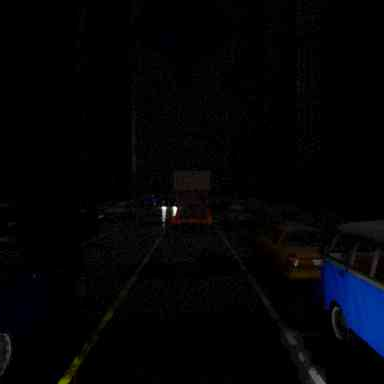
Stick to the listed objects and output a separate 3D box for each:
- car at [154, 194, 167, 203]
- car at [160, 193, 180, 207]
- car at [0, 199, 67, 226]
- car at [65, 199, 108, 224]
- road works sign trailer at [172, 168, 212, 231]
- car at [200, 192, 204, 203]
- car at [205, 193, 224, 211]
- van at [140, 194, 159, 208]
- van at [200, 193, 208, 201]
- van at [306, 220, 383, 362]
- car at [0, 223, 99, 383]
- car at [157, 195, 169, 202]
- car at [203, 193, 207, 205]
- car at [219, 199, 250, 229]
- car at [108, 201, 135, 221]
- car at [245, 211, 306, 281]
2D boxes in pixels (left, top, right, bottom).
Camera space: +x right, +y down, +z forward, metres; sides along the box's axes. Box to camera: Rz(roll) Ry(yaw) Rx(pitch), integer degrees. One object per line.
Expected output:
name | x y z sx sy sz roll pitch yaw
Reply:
car | -5.666 1.201 60.157 1.967 1.590 4.097 0 0 0
car | -3.083 1.299 47.271 1.837 1.490 4.892 0 1 0
car | -5.667 1.277 9.407 2.192 1.841 5.009 0 0 0
car | -5.667 1.252 15.047 2.192 1.841 5.009 0 0 0
road works sign trailer | 0.000 0.377 19.975 2.380 3.560 2.880 0 0 0
car | 2.860 1.089 54.504 2.192 1.841 5.009 0 0 0
car | 2.860 1.271 37.586 1.967 1.590 4.097 0 0 0
van | -5.665 1.151 43.240 1.690 1.788 3.998 0 0 0
van | 2.861 1.060 77.062 1.690 1.788 3.998 0 0 0
van | 2.859 1.327 3.745 1.690 1.788 3.998 0 0 0
car | -3.101 1.505 5.342 1.812 1.442 4.674 0 0 0
car | -5.665 1.292 65.796 1.887 1.381 4.507 0 0 0
car | 2.860 1.249 43.224 1.967 1.590 4.097 0 0 0
car | 2.866 1.433 20.870 1.752 1.417 4.829 0 1 1
car | -5.667 1.409 26.116 1.752 1.417 4.829 0 1 1
car | 2.859 1.486 9.557 1.752 1.417 4.829 0 0 0
